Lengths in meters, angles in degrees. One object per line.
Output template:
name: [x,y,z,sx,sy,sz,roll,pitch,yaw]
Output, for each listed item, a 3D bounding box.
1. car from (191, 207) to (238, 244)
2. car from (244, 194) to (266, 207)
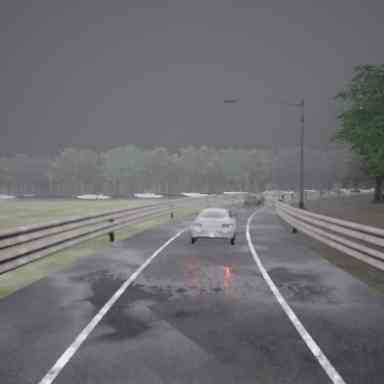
car: [1.060,1.385,15.036,1.812,1.442,4.674,0,1,8]
car: [7.599,0.956,39.943,2.128,1.511,4.902,0,1,22]
